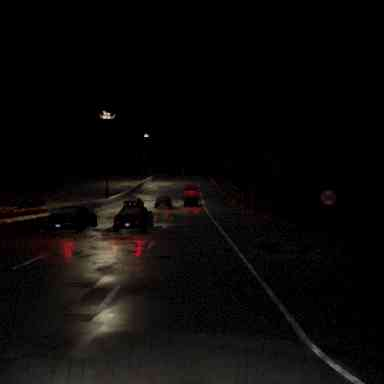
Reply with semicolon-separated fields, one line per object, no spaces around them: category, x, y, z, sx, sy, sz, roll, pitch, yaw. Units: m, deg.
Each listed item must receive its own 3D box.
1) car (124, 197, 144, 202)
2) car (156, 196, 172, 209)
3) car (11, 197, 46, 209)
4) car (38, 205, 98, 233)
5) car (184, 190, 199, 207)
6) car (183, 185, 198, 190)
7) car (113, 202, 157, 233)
car;-6.995;1.277;39.853;2.033;1.411;5.357;0;3;0
car;-3.503;1.196;41.089;1.812;1.442;4.674;0;3;0
car;-17.573;1.360;35.842;1.882;1.535;5.008;0;2;0
car;-6.905;1.539;19.412;1.812;1.442;4.674;0;0;0
car;-0.114;1.027;43.215;1.882;1.535;5.008;0;3;0
car;-0.173;-0.061;53.589;2.150;2.045;5.566;0;6;0
car;-3.406;1.539;19.795;1.812;1.442;4.674;0;0;0
